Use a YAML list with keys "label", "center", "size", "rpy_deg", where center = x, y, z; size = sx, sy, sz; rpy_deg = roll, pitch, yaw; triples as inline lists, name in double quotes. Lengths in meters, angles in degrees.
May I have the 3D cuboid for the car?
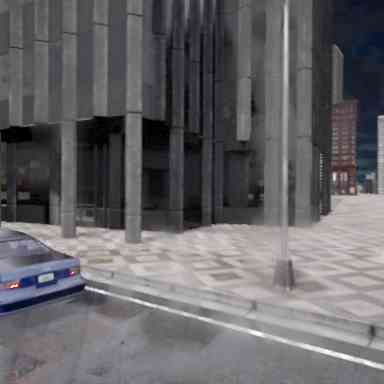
- label: "car"
  center: [-4.594, 1.542, 7.274]
  size: [5.357, 1.411, 2.033]
  rpy_deg: [0, 0, 36]
